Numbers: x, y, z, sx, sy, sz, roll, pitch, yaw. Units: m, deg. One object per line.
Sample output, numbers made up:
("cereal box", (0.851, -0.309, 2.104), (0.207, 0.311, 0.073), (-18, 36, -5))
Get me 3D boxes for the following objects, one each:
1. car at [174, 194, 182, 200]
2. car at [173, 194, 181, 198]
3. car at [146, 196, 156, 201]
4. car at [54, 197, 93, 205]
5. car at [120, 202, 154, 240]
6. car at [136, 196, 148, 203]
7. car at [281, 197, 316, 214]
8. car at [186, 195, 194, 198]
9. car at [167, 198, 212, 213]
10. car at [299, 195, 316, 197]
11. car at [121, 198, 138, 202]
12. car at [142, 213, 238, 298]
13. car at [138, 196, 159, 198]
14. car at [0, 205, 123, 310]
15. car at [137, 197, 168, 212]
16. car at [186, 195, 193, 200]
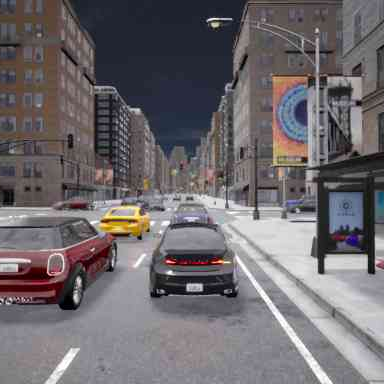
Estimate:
("car", (-3.887, 1.369, 92.006), (2.128, 1.511, 4.902), (0, 0, 0))
("car", (-3.819, 1.607, 82.034), (1.895, 1.301, 4.718), (0, 0, 0))
("car", (-10.329, 1.604, 83.405), (1.895, 1.301, 4.718), (0, 0, 0))
("car", (-14.201, 1.405, 39.829), (4.553, 1.767, 2.097), (1, -1, -41))
("car", (-3.282, 1.485, 17.088), (1.882, 1.535, 5.008), (0, 0, -1))
("car", (-10.228, 1.523, 68.644), (1.837, 1.490, 4.892), (0, 0, 0))
("car", (12.533, 1.592, 35.823), (4.892, 1.490, 1.837), (0, -1, -1))
("car", (-0.566, 1.489, 81.609), (1.882, 1.535, 5.008), (0, 0, 0))
("car", (-0.036, 1.360, 17.467), (2.097, 1.767, 4.553), (0, 0, 0))
("car", (13.405, 1.355, 39.084), (5.566, 2.045, 2.150), (0, -1, -1))
("car", (-10.217, 1.585, 53.516), (1.994, 1.385, 4.181), (0, 0, 0))
("car", (0.023, 1.508, 8.531), (1.837, 1.490, 4.892), (0, 0, -1))
("car", (-6.968, 1.372, 53.926), (2.097, 1.767, 4.553), (0, 0, 0))
("car", (-3.221, 1.355, 7.960), (2.097, 1.767, 4.553), (0, 0, -1))
("car", (-4.649, 1.649, 39.007), (1.994, 1.385, 4.181), (0, -1, -23))
("car", (-0.637, 1.439, 92.058), (1.895, 1.301, 4.718), (0, 0, 0))
